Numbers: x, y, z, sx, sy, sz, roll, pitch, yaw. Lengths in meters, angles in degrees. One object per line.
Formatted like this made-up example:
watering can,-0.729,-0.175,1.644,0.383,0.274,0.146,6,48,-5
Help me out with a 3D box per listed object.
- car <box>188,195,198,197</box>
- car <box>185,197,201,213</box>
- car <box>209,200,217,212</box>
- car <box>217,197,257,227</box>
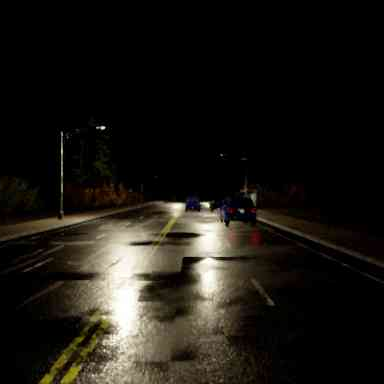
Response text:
car,0.115,1.592,55.039,2.150,2.045,5.566,0,0,1
car,0.089,1.765,42.407,1.882,1.535,5.008,0,-1,0
car,3.309,1.800,43.370,1.837,1.490,4.892,0,0,1
car,3.333,1.391,24.703,2.150,2.045,5.566,0,0,0
